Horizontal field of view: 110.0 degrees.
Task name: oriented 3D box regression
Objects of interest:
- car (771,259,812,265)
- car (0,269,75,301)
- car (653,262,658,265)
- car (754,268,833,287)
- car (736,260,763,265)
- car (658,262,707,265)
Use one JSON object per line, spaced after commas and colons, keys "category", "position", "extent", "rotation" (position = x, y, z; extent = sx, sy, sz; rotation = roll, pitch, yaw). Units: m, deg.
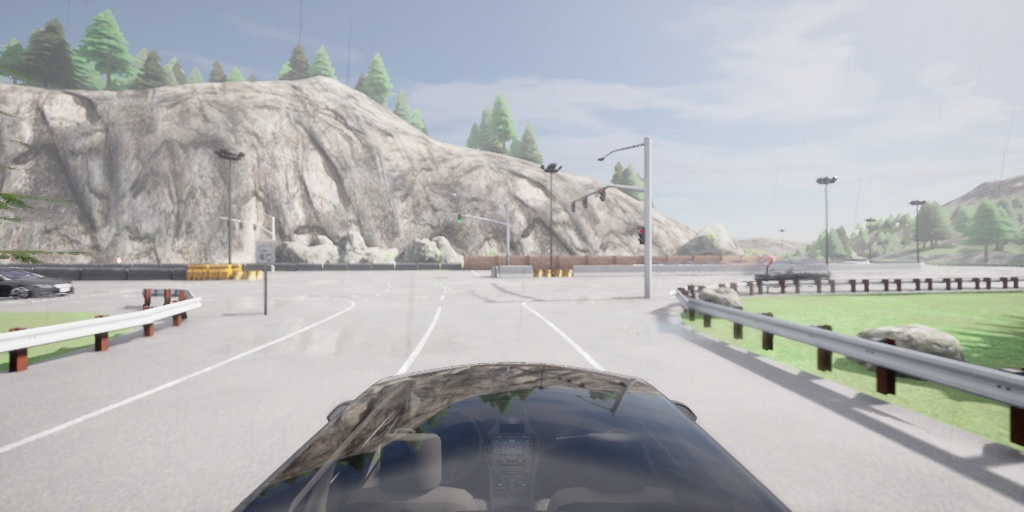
{"category": "car", "position": [38.957, 1.512, 50.562], "extent": [4.902, 1.511, 2.128], "rotation": [0, 0, -15]}
{"category": "car", "position": [-24.718, 1.407, 17.456], "extent": [4.902, 1.511, 2.128], "rotation": [0, 0, -10]}
{"category": "car", "position": [21.026, 1.553, 50.512], "extent": [4.674, 1.442, 1.812], "rotation": [0, 0, -10]}
{"category": "car", "position": [19.834, 1.482, 25.315], "extent": [4.718, 1.301, 1.895], "rotation": [0, 0, -10]}
{"category": "car", "position": [36.546, 1.564, 53.510], "extent": [4.674, 1.442, 1.812], "rotation": [0, 0, -13]}
{"category": "car", "position": [22.482, 1.499, 47.217], "extent": [4.902, 1.511, 2.128], "rotation": [0, 0, -10]}
